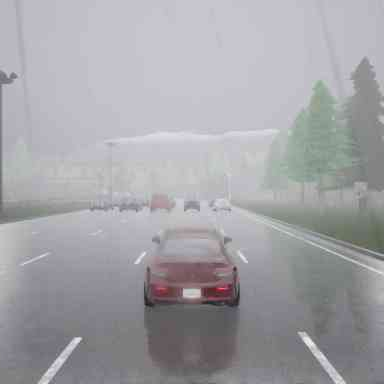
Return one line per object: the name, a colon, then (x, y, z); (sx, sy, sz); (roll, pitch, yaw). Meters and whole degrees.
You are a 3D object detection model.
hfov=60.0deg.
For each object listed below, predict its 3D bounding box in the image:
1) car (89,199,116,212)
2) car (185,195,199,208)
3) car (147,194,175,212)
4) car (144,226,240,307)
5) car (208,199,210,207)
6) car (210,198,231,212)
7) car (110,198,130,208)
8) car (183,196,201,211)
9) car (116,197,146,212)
car: (-10.504, 1.601, 39.030); (1.895, 1.301, 4.718); (0, 0, 0)
car: (-0.003, 1.352, 50.092); (2.097, 1.767, 4.553); (0, 0, 0)
car: (-3.507, 1.221, 38.575); (2.150, 2.045, 5.566); (0, 0, 0)
car: (-0.003, 1.526, 7.849); (1.812, 1.442, 4.674); (0, 0, 0)
car: (3.488, 1.564, 49.344); (1.994, 1.385, 4.181); (0, 0, 1)
car: (3.497, 1.526, 39.050); (1.812, 1.442, 4.674); (0, 0, 0)
car: (-10.504, 1.564, 48.943); (1.994, 1.385, 4.181); (0, 0, 0)
car: (0.005, 1.505, 39.991); (1.837, 1.490, 4.892); (0, 0, 0)
car: (-7.008, 1.352, 38.664); (2.097, 1.767, 4.553); (0, 0, 0)
